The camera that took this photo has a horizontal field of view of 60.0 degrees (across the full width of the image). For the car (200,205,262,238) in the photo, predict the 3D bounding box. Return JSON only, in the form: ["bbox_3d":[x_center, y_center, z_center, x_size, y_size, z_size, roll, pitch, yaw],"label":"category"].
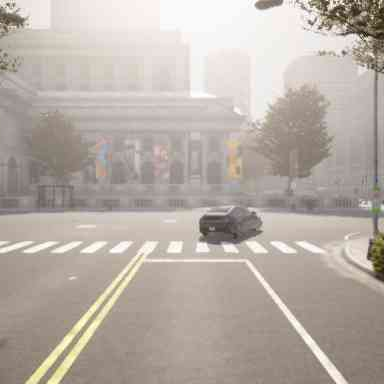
[{"bbox_3d":[2.102,1.429,17.314,1.837,1.490,4.892,-3,-1,29],"label":"car"}]
